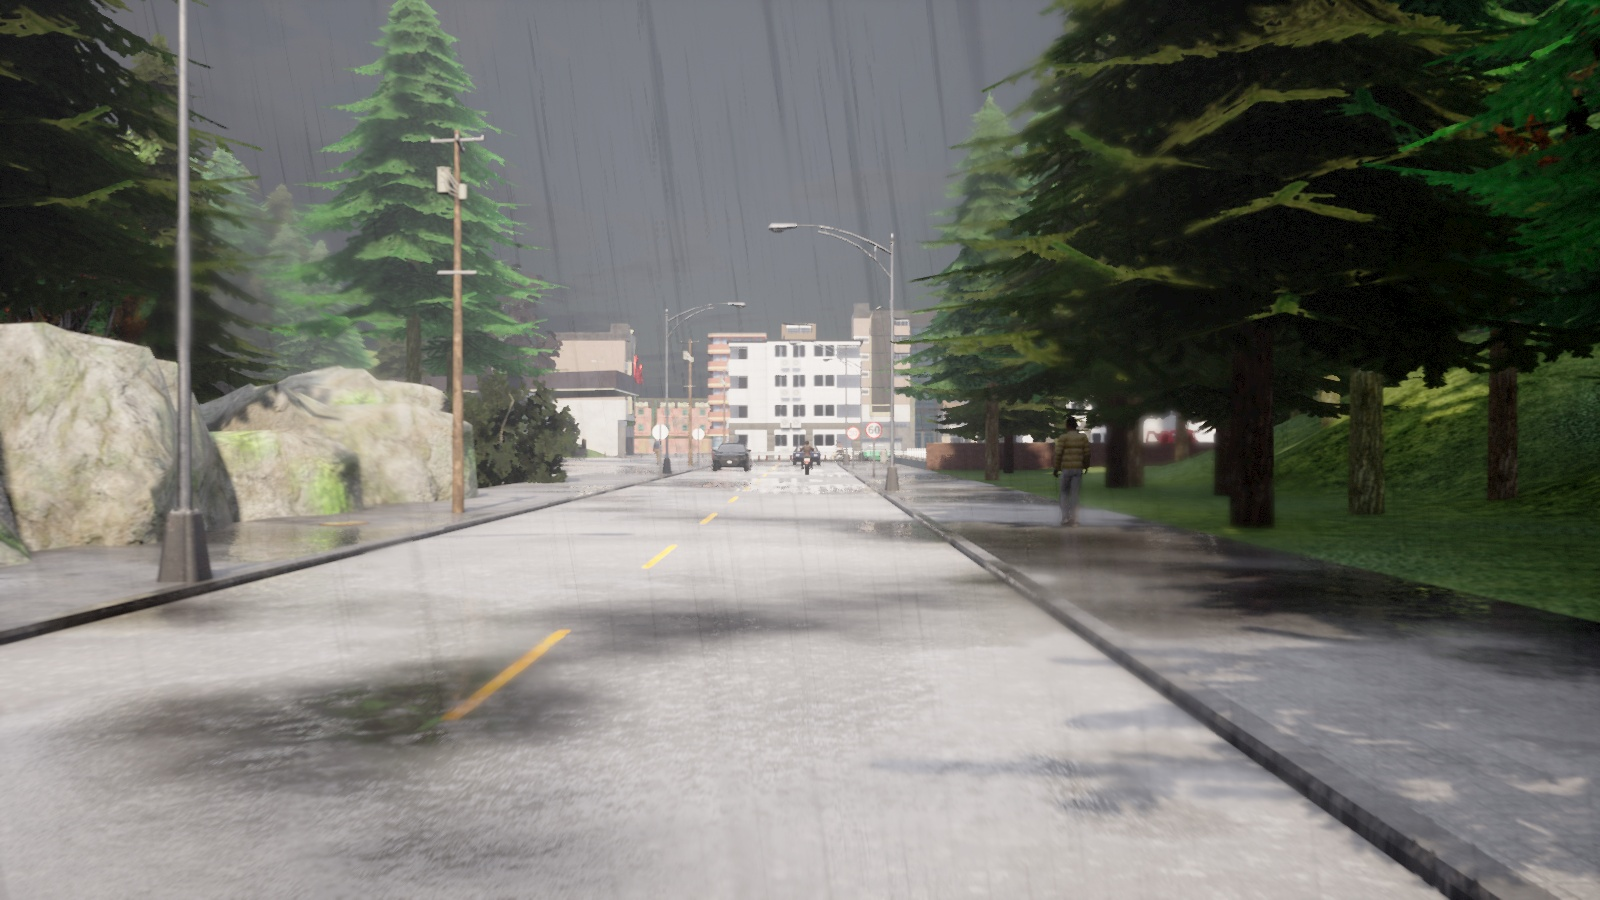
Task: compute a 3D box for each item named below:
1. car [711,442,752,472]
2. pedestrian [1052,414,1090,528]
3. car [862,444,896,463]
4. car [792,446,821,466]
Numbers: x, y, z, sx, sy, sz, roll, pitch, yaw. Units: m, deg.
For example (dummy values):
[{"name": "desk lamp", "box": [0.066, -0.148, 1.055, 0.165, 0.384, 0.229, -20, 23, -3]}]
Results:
[{"name": "car", "box": [-3.631, 0.343, 67.125, 1.882, 1.535, 5.008, 0, 0, 0]}, {"name": "pedestrian", "box": [4.461, 0.343, 20.685, 0.431, 1.840, 0.709, 0, 0, -3]}, {"name": "car", "box": [6.015, 0.268, 95.660, 2.207, 1.376, 1.481, 0, 0, -24]}, {"name": "car", "box": [0.449, 0.366, 85.308, 1.895, 1.301, 4.718, 0, 0, 0]}]
